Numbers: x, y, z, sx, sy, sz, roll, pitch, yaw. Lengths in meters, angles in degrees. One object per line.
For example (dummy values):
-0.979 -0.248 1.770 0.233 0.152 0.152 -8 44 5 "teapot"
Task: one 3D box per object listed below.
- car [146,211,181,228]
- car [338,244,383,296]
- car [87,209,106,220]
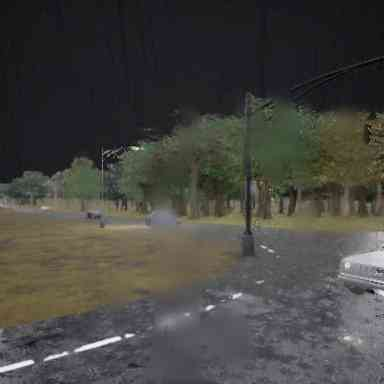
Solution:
-2.844 2.567 31.642 1.812 1.442 4.674 1 -3 -32 "car"
5.412 1.654 7.593 4.718 1.301 1.895 1 -1 -35 "car"
-14.362 3.320 49.882 1.882 1.535 5.008 1 -3 -32 "car"
